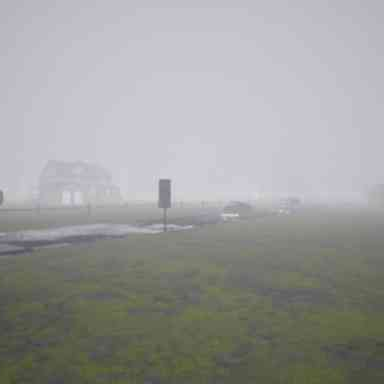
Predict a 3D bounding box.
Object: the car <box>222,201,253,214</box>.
[{"bbox_3d":[5.028,1.634,36.278,1.994,1.385,4.181,0,0,36],"label":"car"}]
